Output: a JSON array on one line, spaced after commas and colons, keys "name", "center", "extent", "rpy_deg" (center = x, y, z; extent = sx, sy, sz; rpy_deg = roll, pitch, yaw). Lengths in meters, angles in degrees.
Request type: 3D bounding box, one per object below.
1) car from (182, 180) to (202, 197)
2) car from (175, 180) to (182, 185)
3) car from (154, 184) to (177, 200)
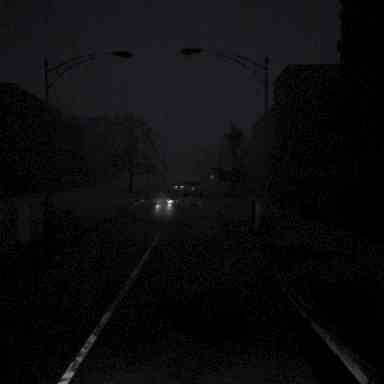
[{"name": "car", "center": [0.120, -0.524, 42.625], "extent": [2.150, 2.045, 5.566], "rpy_deg": [0, 3, 0]}, {"name": "car", "center": [-2.996, -2.071, 77.858], "extent": [1.994, 1.385, 4.181], "rpy_deg": [0, 3, 0]}, {"name": "car", "center": [-3.074, 0.099, 37.348], "extent": [1.994, 1.385, 4.181], "rpy_deg": [0, 3, 0]}]
